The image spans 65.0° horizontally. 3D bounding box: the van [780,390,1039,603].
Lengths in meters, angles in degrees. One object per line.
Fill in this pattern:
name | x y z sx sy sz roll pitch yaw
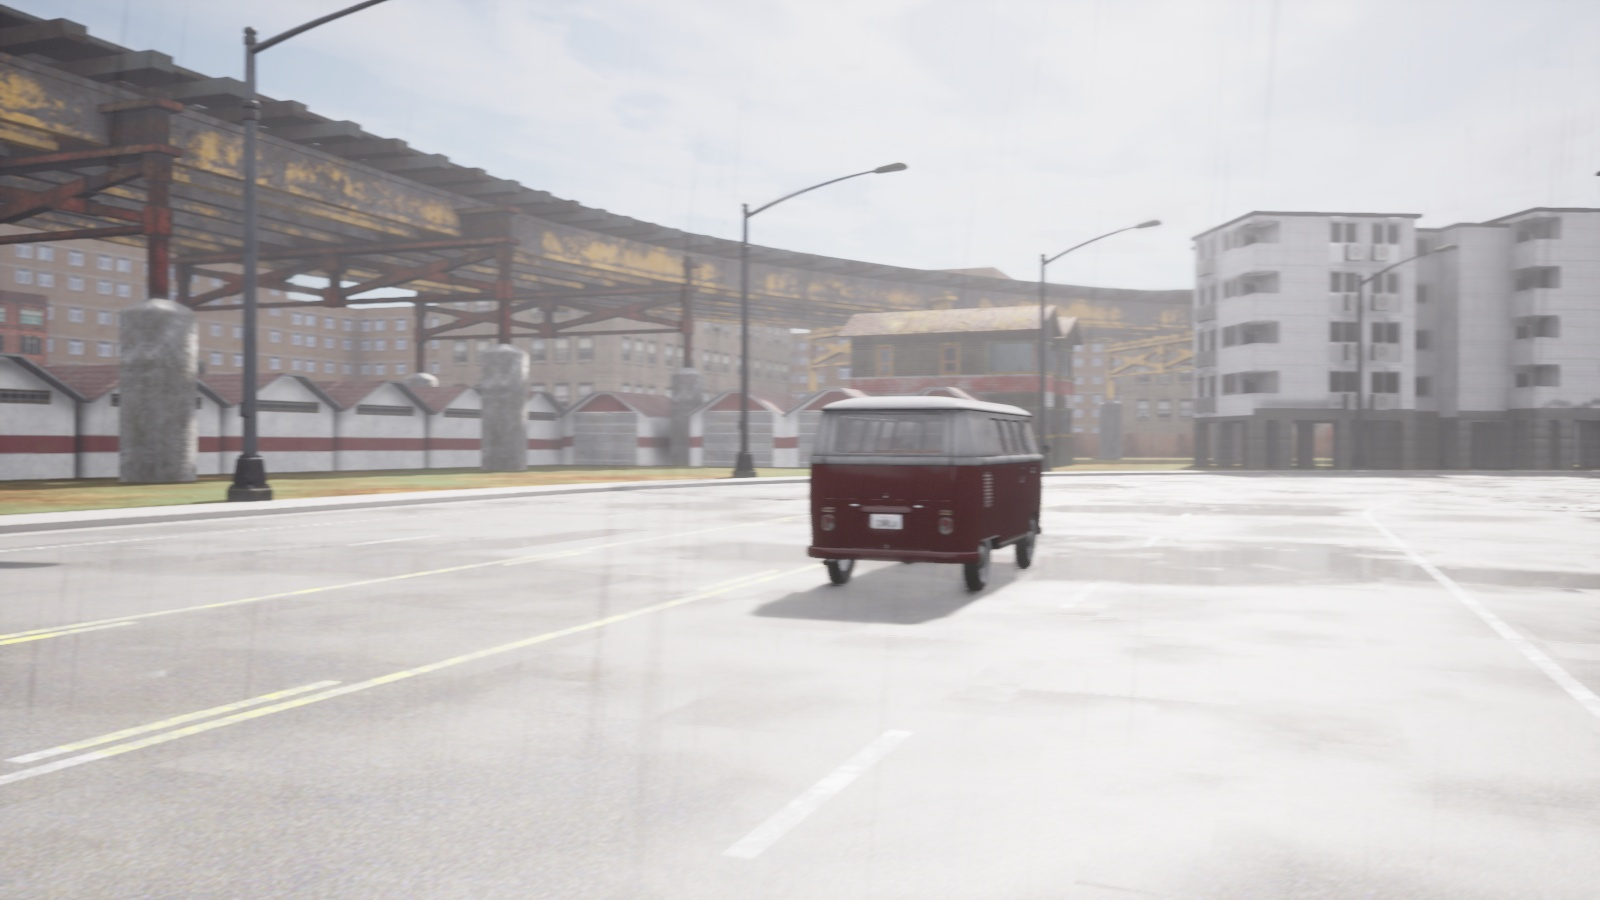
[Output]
van | 1.414 0.422 14.109 1.775 1.987 4.442 0 0 20
